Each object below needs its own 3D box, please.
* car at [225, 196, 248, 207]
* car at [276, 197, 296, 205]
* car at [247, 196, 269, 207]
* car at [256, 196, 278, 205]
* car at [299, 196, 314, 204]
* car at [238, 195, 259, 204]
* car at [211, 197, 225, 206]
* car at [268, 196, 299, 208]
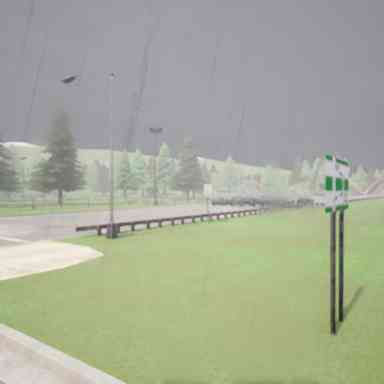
[{"bbox_3d":[7.523,1.424,50.874,2.128,1.511,4.902,0,0,35],"label":"car"},{"bbox_3d":[16.237,1.543,57.327,1.895,1.301,4.718,0,0,35],"label":"car"},{"bbox_3d":[10.393,1.447,48.871,1.837,1.490,4.892,0,0,35],"label":"car"},{"bbox_3d":[13.351,1.423,59.307,2.128,1.511,4.902,0,0,35],"label":"car"},{"bbox_3d":[18.615,1.457,54.619,1.837,1.490,4.892,0,0,35],"label":"car"},{"bbox_3d":[10.482,1.399,61.312,1.882,1.535,5.008,0,0,35],"label":"car"},{"bbox_3d":[4.824,1.486,53.110,1.994,1.385,4.181,0,0,35],"label":"car"},{"bbox_3d":[12.756,1.457,46.155,1.837,1.490,4.892,0,0,35],"label":"car"}]
